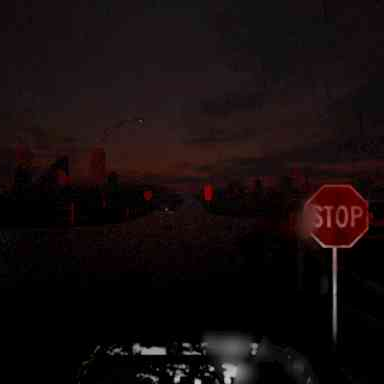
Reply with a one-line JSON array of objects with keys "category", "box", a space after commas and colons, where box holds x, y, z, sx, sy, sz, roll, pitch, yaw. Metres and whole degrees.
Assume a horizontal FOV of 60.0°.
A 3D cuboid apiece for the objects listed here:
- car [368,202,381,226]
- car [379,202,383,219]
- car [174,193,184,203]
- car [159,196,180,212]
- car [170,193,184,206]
[{"category": "car", "box": [10.934, 1.661, 24.342, 5.008, 1.535, 1.882, 1, -1, -20]}, {"category": "car", "box": [15.591, 1.654, 29.176, 4.553, 1.767, 2.097, 1, -1, -20]}, {"category": "car", "box": [-2.831, 1.337, 74.020, 2.150, 2.045, 5.566, 0, 0, 0]}, {"category": "car", "box": [-2.881, 1.585, 39.932, 2.033, 1.411, 5.357, 0, 0, 0]}, {"category": "car", "box": [-2.875, 1.295, 58.078, 2.150, 2.045, 5.566, 0, 0, 1]}]
